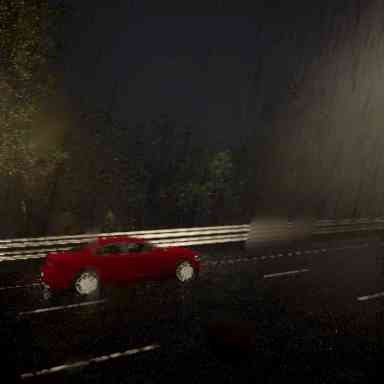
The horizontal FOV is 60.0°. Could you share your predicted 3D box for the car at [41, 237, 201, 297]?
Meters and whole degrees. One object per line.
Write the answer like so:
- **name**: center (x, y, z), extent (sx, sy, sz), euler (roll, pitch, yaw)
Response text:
- **car**: center (-2.103, 2.193, 10.721), extent (5.008, 1.535, 1.882), euler (0, -4, -27)
